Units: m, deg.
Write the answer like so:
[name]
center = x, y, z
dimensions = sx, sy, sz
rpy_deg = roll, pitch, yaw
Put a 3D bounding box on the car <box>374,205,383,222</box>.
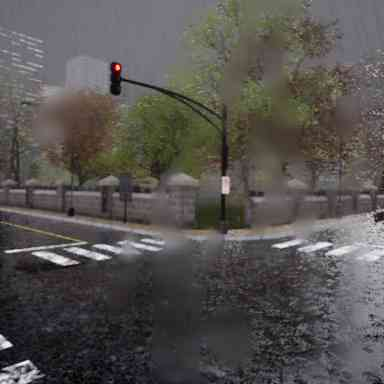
[car]
center = 14.615, 1.476, 24.113
dimensions = 1.887, 1.381, 4.507
rpy_deg = 2, 1, 43
